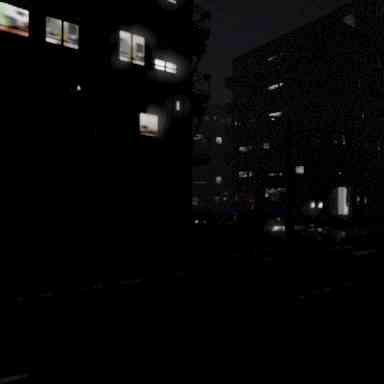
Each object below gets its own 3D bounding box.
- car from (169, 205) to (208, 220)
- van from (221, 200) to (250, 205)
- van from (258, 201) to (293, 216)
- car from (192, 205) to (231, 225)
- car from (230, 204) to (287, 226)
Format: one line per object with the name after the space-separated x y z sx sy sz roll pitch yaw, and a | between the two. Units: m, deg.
-0.402 2.070 35.144 1.994 1.385 4.181 0 -1 -37 | car
4.813 1.853 37.806 1.690 1.788 3.998 -1 0 -36 | van
8.129 1.780 33.290 1.690 1.788 3.998 -1 0 -36 | van
1.389 1.995 28.371 1.802 1.307 4.206 -1 0 -36 | car
5.488 1.940 27.119 1.994 1.385 4.181 0 -1 -36 | car
